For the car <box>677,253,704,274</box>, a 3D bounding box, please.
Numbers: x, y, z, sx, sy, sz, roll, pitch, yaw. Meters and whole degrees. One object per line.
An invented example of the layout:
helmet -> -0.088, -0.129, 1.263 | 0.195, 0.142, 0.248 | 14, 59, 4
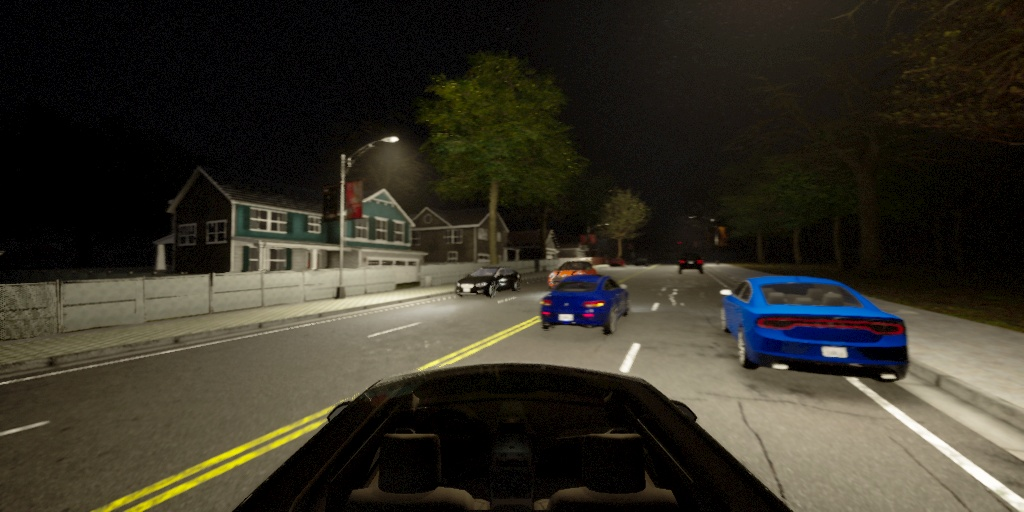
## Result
car -> 17.794, 0.704, 35.826 | 2.150, 2.045, 5.566 | -1, 0, 25

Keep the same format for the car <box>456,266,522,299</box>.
car -> -1.099, 1.324, 19.063 | 2.128, 1.511, 4.902 | -1, 0, 25

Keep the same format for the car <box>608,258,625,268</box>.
car -> 16.357, 1.102, 55.963 | 1.882, 1.535, 5.008 | -1, 0, 26

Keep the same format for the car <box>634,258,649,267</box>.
car -> 21.088, 1.017, 58.325 | 1.882, 1.535, 5.008 | -1, 0, 26

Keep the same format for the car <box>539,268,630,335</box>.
car -> 2.243, 1.252, 10.450 | 1.812, 1.442, 4.674 | -1, 0, 25

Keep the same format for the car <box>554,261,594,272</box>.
car -> 3.800, 1.086, 21.835 | 2.097, 1.767, 4.553 | -1, 0, 25

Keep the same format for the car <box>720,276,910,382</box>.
car -> 5.378, 1.123, 7.055 | 1.882, 1.535, 5.008 | -1, 0, 25
